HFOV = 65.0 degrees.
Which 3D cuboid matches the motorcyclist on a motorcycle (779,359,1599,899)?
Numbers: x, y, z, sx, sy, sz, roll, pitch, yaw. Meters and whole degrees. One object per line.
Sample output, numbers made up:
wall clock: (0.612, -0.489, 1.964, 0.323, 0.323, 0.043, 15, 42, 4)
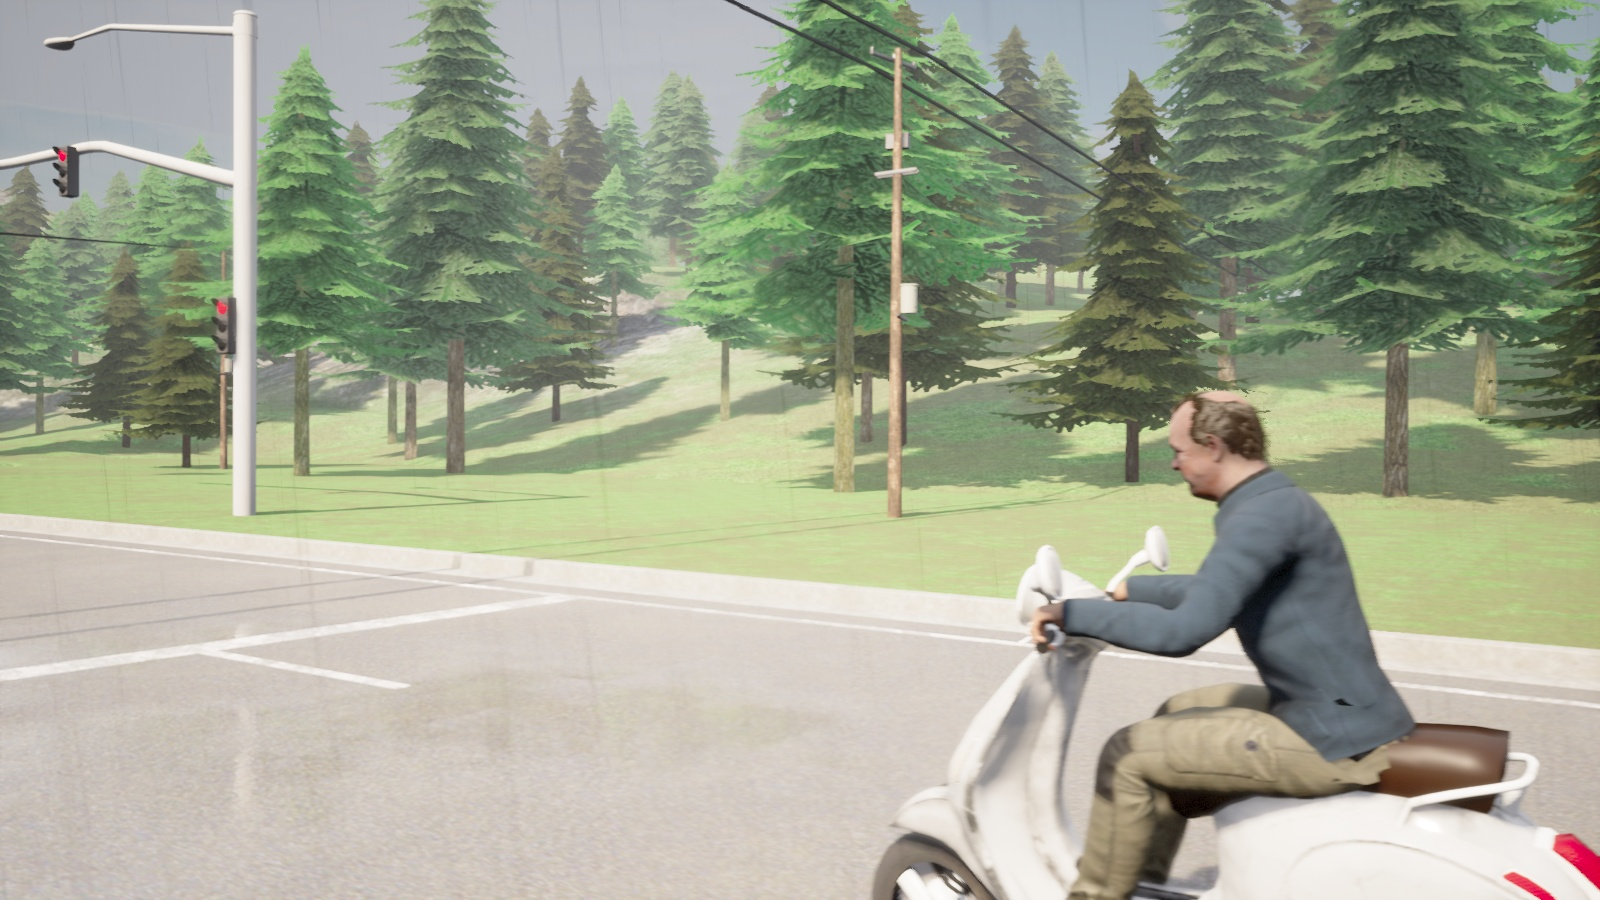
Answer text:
motorcyclist on a motorcycle: (0.957, 0.637, 2.986, 1.817, 1.590, 0.866, -1, 1, 34)
